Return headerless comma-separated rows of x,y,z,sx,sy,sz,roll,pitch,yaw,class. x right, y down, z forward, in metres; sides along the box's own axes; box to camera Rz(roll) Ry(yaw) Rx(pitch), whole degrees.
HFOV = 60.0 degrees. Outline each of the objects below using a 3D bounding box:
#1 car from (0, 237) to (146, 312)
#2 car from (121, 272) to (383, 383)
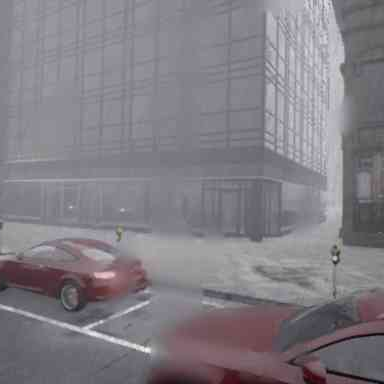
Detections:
-2.988,1.719,7.773,4.206,1.307,1.802,0,-1,30,car
1.794,1.639,2.893,4.674,1.442,1.812,0,-2,30,car
